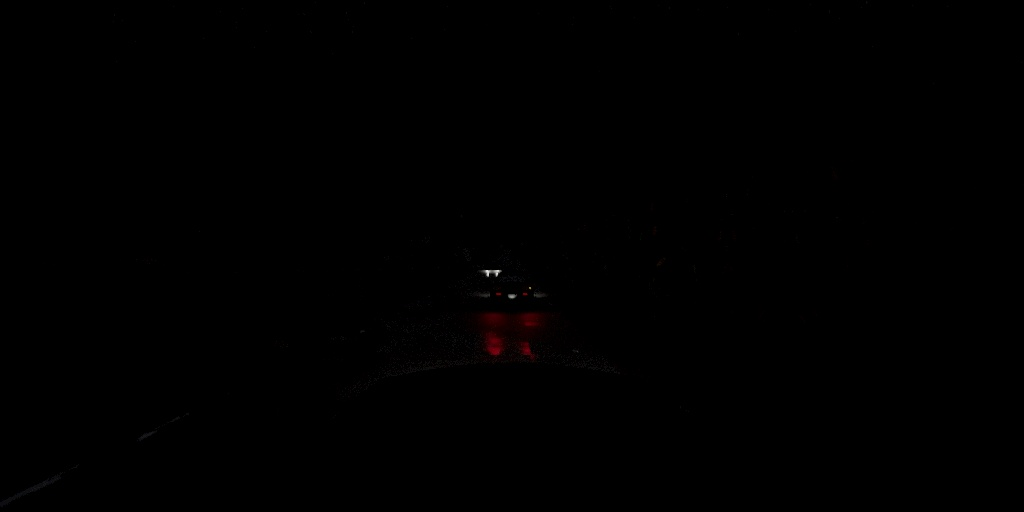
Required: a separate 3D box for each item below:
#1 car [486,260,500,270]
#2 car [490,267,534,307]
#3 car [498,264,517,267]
[{"bbox_3d":[-2.747,1.275,52.572,2.033,1.411,5.357,0,1,0],"label":"car"},{"bbox_3d":[0.006,1.403,16.231,1.812,1.442,4.674,0,0,0],"label":"car"},{"bbox_3d":[0.004,1.531,30.938,1.895,1.301,4.718,0,0,0],"label":"car"}]
